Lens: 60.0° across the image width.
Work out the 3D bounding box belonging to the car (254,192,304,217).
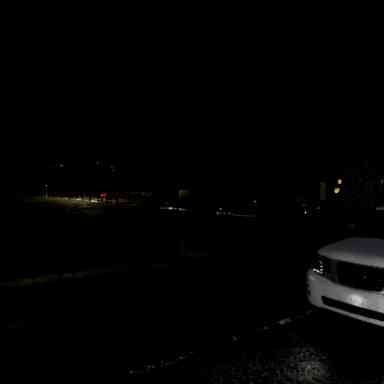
[{"bbox_3d":[7.475,1.041,26.616,2.150,2.045,5.566,1,0,-36],"label":"car"}]

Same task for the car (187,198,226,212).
[{"bbox_3d":[1.565,1.317,34.691,1.895,1.301,4.718,1,0,-36],"label":"car"}]

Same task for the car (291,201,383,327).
[{"bbox_3d":[4.604,1.222,6.482,5.566,2.045,2.150,0,0,-37],"label":"car"}]

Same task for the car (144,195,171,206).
[{"bbox_3d":[-4.546,1.099,43.067,2.128,1.511,4.902,1,0,-36],"label":"car"}]

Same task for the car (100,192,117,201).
[{"bbox_3d":[-15.967,0.735,63.660,2.097,1.767,4.553,1,0,-34],"label":"car"}]
